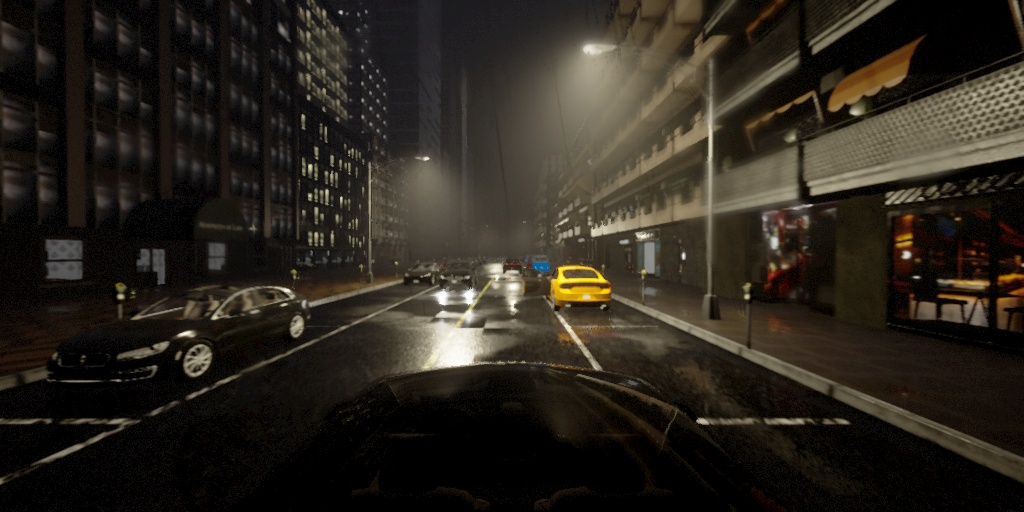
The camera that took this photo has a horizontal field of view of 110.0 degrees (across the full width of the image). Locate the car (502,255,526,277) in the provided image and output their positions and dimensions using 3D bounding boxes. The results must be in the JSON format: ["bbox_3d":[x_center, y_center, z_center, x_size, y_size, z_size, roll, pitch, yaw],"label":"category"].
[{"bbox_3d":[0.045,0.942,36.071,2.128,1.511,4.902,0,1,1],"label":"car"}]

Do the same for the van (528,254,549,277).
[{"bbox_3d":[2.689,0.803,34.526,1.690,1.789,3.998,0,0,0],"label":"van"}]

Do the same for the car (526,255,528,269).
[{"bbox_3d":[2.689,0.918,45.570,1.888,1.381,4.507,0,0,0],"label":"car"}]

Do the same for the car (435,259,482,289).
[{"bbox_3d":[-3.099,1.098,21.585,1.812,1.442,4.674,0,0,0],"label":"car"}]

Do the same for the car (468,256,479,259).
[{"bbox_3d":[-5.692,0.924,45.570,2.007,1.370,4.403,0,0,0],"label":"car"}]

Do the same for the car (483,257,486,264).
[{"bbox_3d":[-5.692,0.725,56.617,1.967,1.591,4.097,0,0,0],"label":"car"}]

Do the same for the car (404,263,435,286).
[{"bbox_3d":[-5.692,1.122,23.481,1.948,1.339,4.313,0,0,0],"label":"car"}]

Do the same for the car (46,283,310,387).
[{"bbox_3d":[-5.692,1.254,6.913,2.007,1.370,4.403,0,0,0],"label":"car"}]

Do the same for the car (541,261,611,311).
[{"bbox_3d":[2.360,1.119,13.805,1.882,1.535,5.008,0,1,0],"label":"car"}]

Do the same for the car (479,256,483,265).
[{"bbox_3d":[-5.692,0.879,51.094,2.007,1.370,4.403,0,0,0],"label":"car"}]
